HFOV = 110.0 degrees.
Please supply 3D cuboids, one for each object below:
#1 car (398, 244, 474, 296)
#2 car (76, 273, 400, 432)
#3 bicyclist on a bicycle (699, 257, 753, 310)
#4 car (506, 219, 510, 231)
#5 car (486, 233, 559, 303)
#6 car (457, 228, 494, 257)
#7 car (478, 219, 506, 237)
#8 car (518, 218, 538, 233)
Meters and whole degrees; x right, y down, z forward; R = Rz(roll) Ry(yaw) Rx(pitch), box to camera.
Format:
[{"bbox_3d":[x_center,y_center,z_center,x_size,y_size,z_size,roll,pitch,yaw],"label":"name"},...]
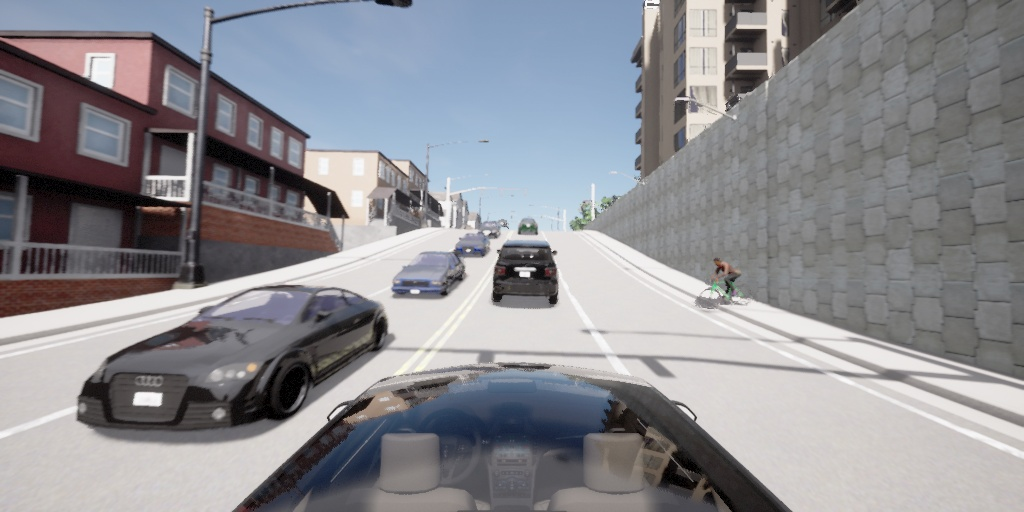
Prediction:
[{"bbox_3d":[-3.103,0.527,14.540,2.033,1.411,5.357,1,6,3],"label":"car"},{"bbox_3d":[-3.511,1.165,5.531,1.994,1.385,4.181,1,2,3],"label":"car"},{"bbox_3d":[6.601,0.831,11.138,1.656,1.620,0.582,-8,4,4],"label":"bicyclist on a bicycle"},{"bbox_3d":[-1.295,-4.539,50.868,1.837,1.490,4.892,1,1,3],"label":"car"},{"bbox_3d":[0.531,0.380,13.471,2.150,2.045,5.566,1,6,3],"label":"car"},{"bbox_3d":[-2.623,-0.856,24.389,1.994,1.385,4.181,1,10,3],"label":"car"},{"bbox_3d":[-2.119,-2.604,34.396,2.128,1.511,4.902,1,10,3],"label":"car"},{"bbox_3d":[1.737,-3.334,38.472,2.097,1.767,4.553,1,8,3],"label":"car"}]
